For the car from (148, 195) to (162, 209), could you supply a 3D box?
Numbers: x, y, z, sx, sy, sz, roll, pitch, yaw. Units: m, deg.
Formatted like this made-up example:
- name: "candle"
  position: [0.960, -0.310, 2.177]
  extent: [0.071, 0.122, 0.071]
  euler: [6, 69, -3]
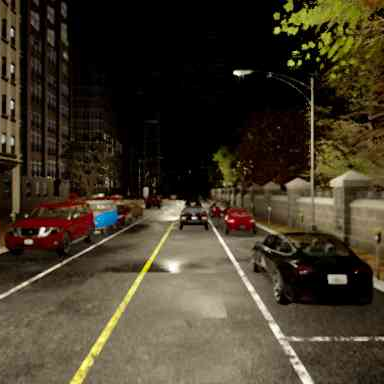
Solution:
- name: "car"
  position: [-5.291, 1.405, 46.849]
  extent: [2.192, 1.841, 5.009]
  euler: [0, 0, 0]

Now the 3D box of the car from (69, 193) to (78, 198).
- name: "car"
  position: [-28.626, 1.133, 76.312]
  extent: [5.009, 1.841, 2.192]
  euler: [1, -1, 1]

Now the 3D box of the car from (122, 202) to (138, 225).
- name: "car"
  position: [-5.447, 1.633, 24.686]
  extent: [1.802, 1.307, 4.206]
  euler: [0, 0, 0]

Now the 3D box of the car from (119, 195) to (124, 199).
- name: "car"
  position: [-17.577, 1.388, 76.081]
  extent: [4.097, 1.590, 1.967]
  euler: [1, -1, 1]

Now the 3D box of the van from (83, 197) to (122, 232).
- name: "van"
  position: [-5.450, 1.382, 19.145]
  extent: [1.690, 1.788, 3.998]
  euler: [0, 0, 0]

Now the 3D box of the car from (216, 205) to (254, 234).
- name: "car"
  position: [2.575, 1.621, 19.049]
  extent: [1.802, 1.307, 4.206]
  euler: [0, 0, 0]

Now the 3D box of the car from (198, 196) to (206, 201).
- name: "car"
  position: [2.612, 1.708, 90.345]
  extent: [2.008, 1.369, 4.403]
  euler: [0, 0, 0]

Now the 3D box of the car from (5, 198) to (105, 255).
- name: "car"
  position: [-5.453, 1.345, 13.604]
  extent: [2.192, 1.841, 5.009]
  euler: [0, 0, 0]

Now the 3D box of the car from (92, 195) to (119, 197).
- name: "car"
  position: [-17.726, 1.515, 68.200]
  extent: [4.206, 1.307, 1.802]
  euler: [1, -1, 1]

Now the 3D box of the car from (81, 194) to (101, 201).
- name: "car"
  position: [-23.102, 1.323, 76.195]
  extent: [4.097, 1.590, 1.967]
  euler: [1, -1, 1]

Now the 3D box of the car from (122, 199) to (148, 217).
- name: "car"
  position: [-5.444, 1.586, 30.056]
  extent: [1.752, 1.417, 4.829]
  euler: [0, 0, 0]

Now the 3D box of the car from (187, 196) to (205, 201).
- name: "car"
  position: [0.117, 1.430, 40.497]
  extent: [2.097, 1.767, 4.553]
  euler: [0, 0, 0]

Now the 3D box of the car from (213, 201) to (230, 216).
- name: "car"
  position: [2.581, 1.499, 30.149]
  extent: [1.967, 1.590, 4.097]
  euler: [0, 0, 0]

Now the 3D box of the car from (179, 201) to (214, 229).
- name: "car"
  position: [0.110, 1.593, 22.091]
  extent: [2.033, 1.411, 5.357]
  euler: [0, 0, 0]

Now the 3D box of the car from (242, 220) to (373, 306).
- name: "car"
  position: [2.569, 1.583, 7.950]
  extent: [1.947, 1.339, 4.313]
  euler: [0, 0, 0]
